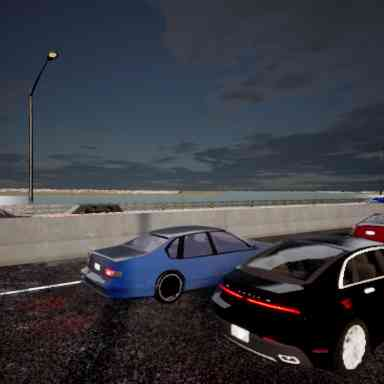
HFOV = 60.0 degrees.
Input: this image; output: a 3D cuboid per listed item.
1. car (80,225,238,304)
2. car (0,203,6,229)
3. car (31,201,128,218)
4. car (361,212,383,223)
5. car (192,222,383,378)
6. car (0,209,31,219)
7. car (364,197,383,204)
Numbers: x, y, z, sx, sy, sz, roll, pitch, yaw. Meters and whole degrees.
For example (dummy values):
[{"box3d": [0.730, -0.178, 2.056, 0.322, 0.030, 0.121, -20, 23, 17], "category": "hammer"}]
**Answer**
[{"box3d": [0.138, 1.548, 8.143, 5.357, 1.411, 2.033, 0, 0, -36], "category": "car"}, {"box3d": [-14.018, 1.477, 19.779, 5.008, 1.535, 1.882, 0, 0, -36], "category": "car"}, {"box3d": [-5.537, 1.353, 17.236, 4.553, 1.767, 2.097, 0, 0, -35], "category": "car"}, {"box3d": [8.588, 1.566, 14.149, 4.181, 1.385, 1.994, 0, 0, -36], "category": "car"}, {"box3d": [2.565, 1.507, 5.574, 4.892, 1.490, 1.837, 0, 0, -36], "category": "car"}, {"box3d": [-11.018, 1.601, 17.624, 4.718, 1.301, 1.895, 0, 0, -36], "category": "car"}, {"box3d": [27.113, 1.478, 48.652, 5.008, 1.535, 1.882, 0, 0, -34], "category": "car"}]
